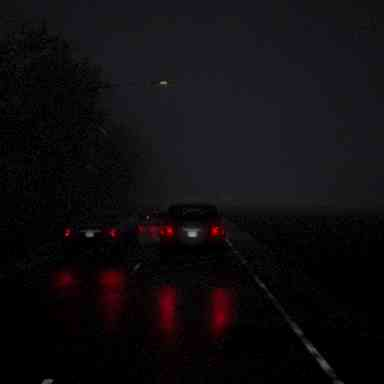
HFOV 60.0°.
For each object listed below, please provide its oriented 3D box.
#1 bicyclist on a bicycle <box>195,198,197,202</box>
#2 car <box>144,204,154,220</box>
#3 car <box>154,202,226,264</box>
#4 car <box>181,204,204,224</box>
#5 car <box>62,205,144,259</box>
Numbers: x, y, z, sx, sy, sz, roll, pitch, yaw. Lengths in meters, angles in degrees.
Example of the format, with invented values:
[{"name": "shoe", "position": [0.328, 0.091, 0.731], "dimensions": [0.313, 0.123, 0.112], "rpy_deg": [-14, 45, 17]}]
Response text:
[{"name": "bicyclist on a bicycle", "position": [1.090, 2.378, 92.376], "dimensions": [0.659, 1.776, 1.843], "rpy_deg": [0, 0, 0]}, {"name": "car", "position": [-3.438, 1.804, 28.504], "dimensions": [2.128, 1.511, 4.902], "rpy_deg": [0, 0, 1]}, {"name": "car", "position": [0.028, 1.363, 12.598], "dimensions": [2.150, 2.045, 5.566], "rpy_deg": [0, 0, 0]}, {"name": "car", "position": [0.068, 1.841, 28.899], "dimensions": [1.812, 1.442, 4.674], "rpy_deg": [0, 0, 1]}, {"name": "car", "position": [-3.458, 1.498, 13.436], "dimensions": [2.097, 1.767, 4.553], "rpy_deg": [0, -1, 1]}]
